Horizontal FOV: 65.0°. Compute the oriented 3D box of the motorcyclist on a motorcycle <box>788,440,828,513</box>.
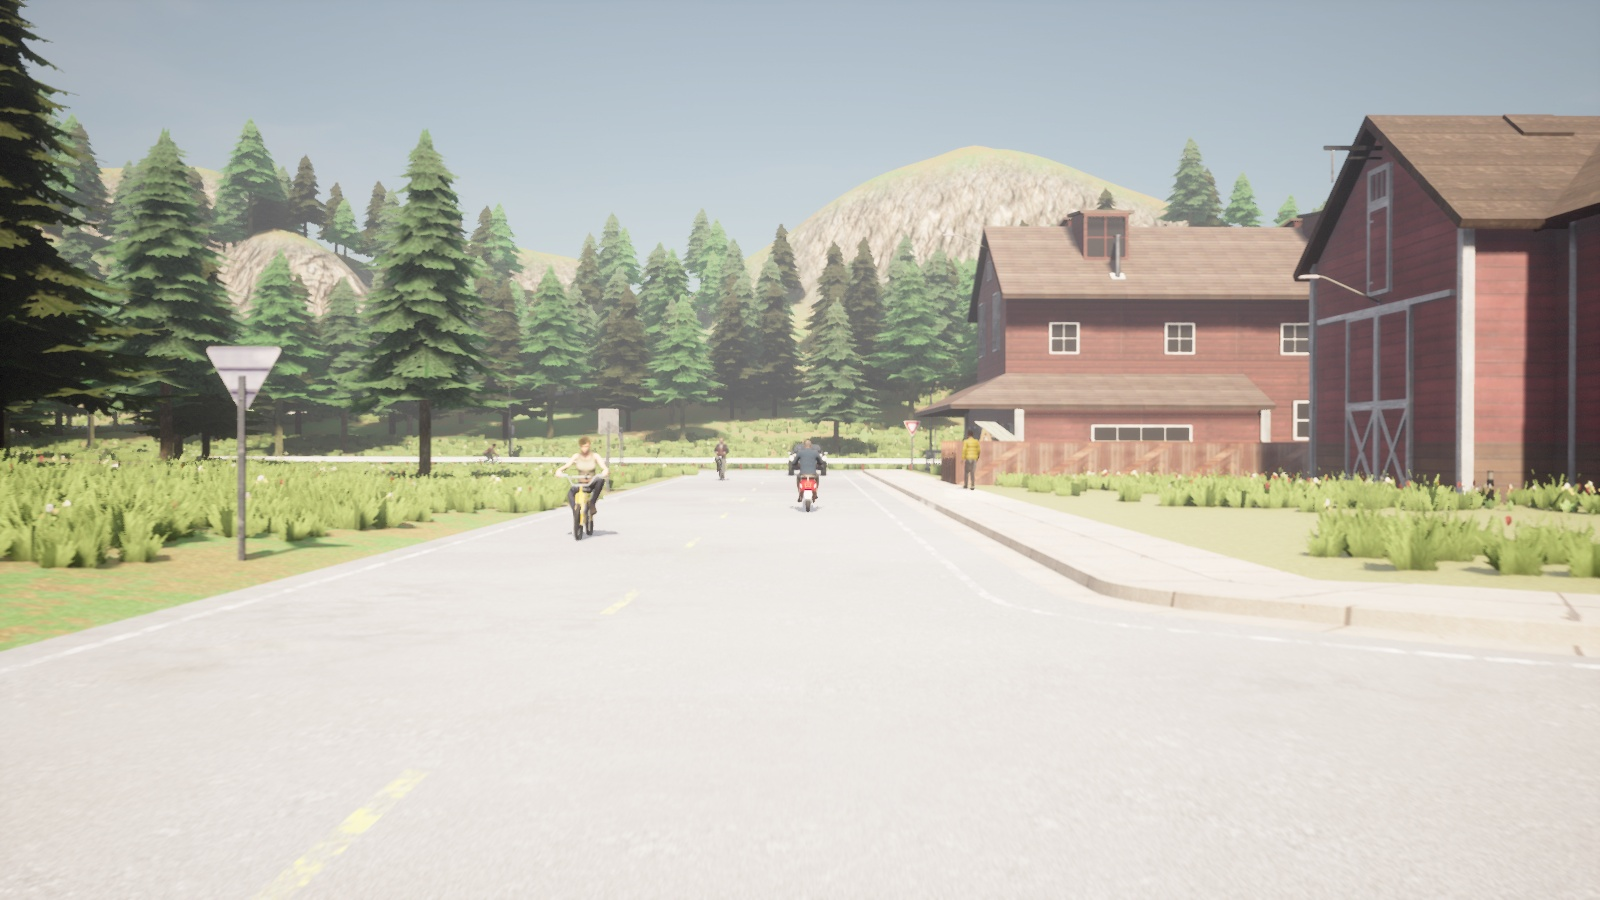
[{"bbox_3d":[0.181,0.581,28.361,0.866,1.590,1.817,0,0,0],"label":"motorcyclist on a motorcycle"}]

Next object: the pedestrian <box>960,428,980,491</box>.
[{"bbox_3d":[4.989,0.273,36.919,0.431,1.840,0.709,0,0,-3],"label":"pedestrian"}]

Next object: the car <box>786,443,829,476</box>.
[{"bbox_3d":[0.362,0.433,60.531,2.007,1.525,4.514,0,0,0],"label":"car"}]

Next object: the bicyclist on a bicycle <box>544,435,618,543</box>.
[{"bbox_3d":[-3.378,0.583,19.506,0.866,1.612,1.509,0,0,0],"label":"bicyclist on a bicycle"}]
